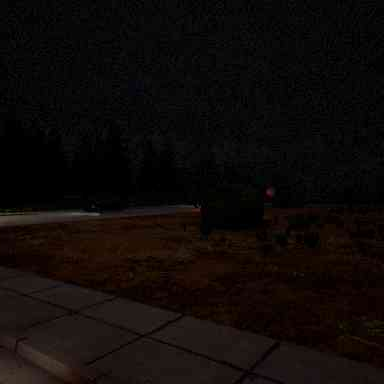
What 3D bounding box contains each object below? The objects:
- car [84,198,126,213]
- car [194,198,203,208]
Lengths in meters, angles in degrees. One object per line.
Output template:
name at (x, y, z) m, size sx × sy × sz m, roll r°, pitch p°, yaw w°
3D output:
car at (-9.701, 1.505, 37.364) m, size 1.882 × 1.535 × 5.008 m, roll 0°, pitch 1°, yaw 37°
car at (2.195, 1.532, 47.239) m, size 1.837 × 1.490 × 4.892 m, roll 0°, pitch 0°, yaw 36°
